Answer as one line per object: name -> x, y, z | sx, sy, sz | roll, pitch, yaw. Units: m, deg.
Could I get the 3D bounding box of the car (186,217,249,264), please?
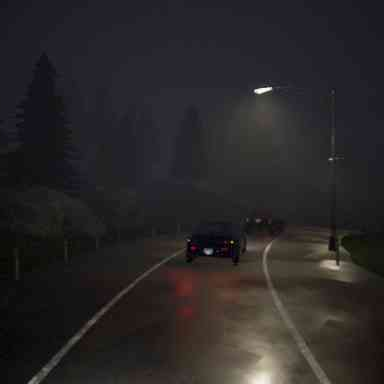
car -> 1.044, 1.790, 12.855 | 1.812, 1.442, 4.674 | 0, -2, 13

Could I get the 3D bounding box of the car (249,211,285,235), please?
car -> 5.633, 2.208, 25.241 | 2.097, 1.767, 4.553 | 0, -3, 28
